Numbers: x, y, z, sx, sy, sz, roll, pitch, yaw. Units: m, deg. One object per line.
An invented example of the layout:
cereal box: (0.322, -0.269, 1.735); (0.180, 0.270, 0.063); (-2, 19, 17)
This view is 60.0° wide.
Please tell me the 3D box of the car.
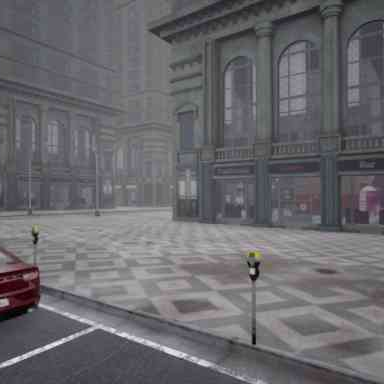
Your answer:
car: (-4.689, 1.545, 6.299); (4.507, 1.381, 1.887); (0, 0, 35)
